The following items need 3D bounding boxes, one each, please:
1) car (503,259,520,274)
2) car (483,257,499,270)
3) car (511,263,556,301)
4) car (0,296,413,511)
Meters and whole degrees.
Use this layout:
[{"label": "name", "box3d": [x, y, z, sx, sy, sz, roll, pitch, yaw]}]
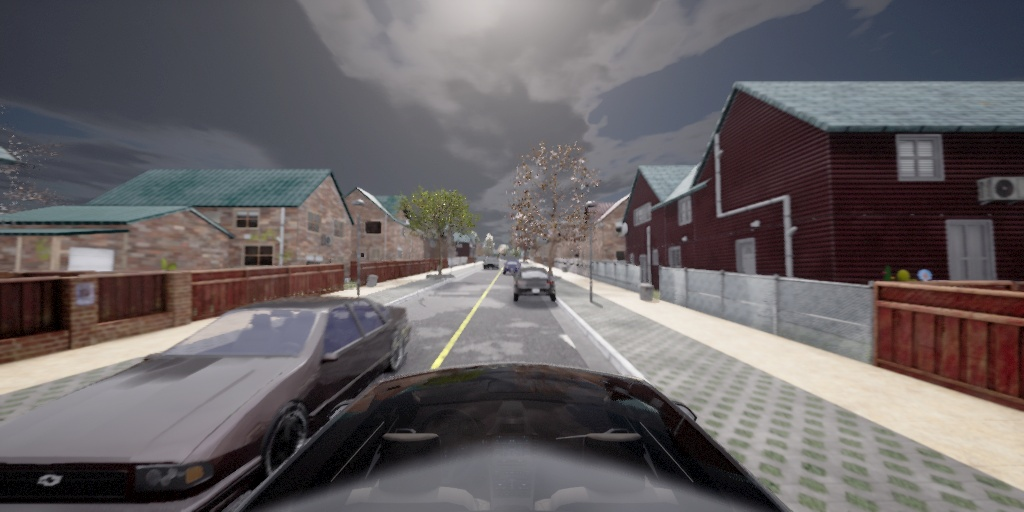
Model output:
[{"label": "car", "box3d": [0.031, 1.157, 38.415, 1.812, 1.442, 4.674, 0, 0, 0]}, {"label": "car", "box3d": [-2.822, 0.952, 48.892, 2.097, 1.767, 4.553, 0, 0, 0]}, {"label": "car", "box3d": [0.963, 1.225, 16.746, 1.812, 1.442, 4.674, 0, 0, 0]}, {"label": "car", "box3d": [-2.850, 1.287, 4.795, 2.033, 1.411, 5.357, 0, 0, 0]}]
